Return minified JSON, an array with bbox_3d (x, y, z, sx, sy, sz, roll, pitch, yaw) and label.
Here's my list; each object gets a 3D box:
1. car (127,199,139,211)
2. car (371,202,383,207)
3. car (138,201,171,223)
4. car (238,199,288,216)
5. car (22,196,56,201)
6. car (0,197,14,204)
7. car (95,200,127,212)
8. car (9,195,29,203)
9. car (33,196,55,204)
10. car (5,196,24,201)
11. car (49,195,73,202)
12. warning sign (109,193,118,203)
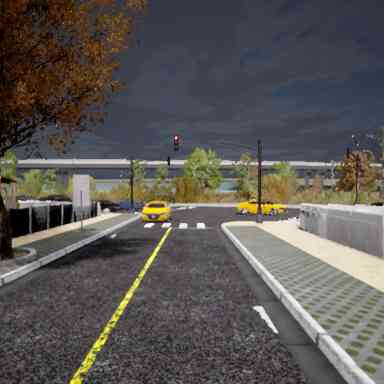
[{"bbox_3d":[-8.109,1.696,44.108,5.357,1.411,2.033,-1,2,36],"label":"car"},{"bbox_3d":[19.866,1.297,32.046,4.718,1.301,1.895,-1,2,36],"label":"car"},{"bbox_3d":[-2.726,1.502,26.364,1.882,1.535,5.008,0,0,1],"label":"car"},{"bbox_3d":[6.992,1.480,33.125,5.008,1.535,1.882,-1,2,36],"label":"car"},{"bbox_3d":[-23.671,1.863,51.420,5.008,1.535,1.882,-1,2,36],"label":"car"},{"bbox_3d":[-40.844,1.805,72.048,4.902,1.511,2.128,-1,2,36],"label":"car"},{"bbox_3d":[-11.098,1.743,42.265,5.008,1.535,1.882,-1,2,36],"label":"car"},{"bbox_3d":[-38.915,1.528,74.654,4.553,1.767,2.097,-1,2,36],"label":"car"},{"bbox_3d":[-30.497,1.680,68.543,4.892,1.490,1.837,-1,2,36],"label":"car"},{"bbox_3d":[-33.702,1.904,62.842,4.674,1.442,1.812,-1,2,36],"label":"car"},{"bbox_3d":[-21.069,1.491,53.533,5.566,2.045,2.150,0,2,36],"label":"car"},{"bbox_3d":[-14.224,1.065,60.252,1.060,1.860,1.300,2,1,36],"label":"warning sign"}]
